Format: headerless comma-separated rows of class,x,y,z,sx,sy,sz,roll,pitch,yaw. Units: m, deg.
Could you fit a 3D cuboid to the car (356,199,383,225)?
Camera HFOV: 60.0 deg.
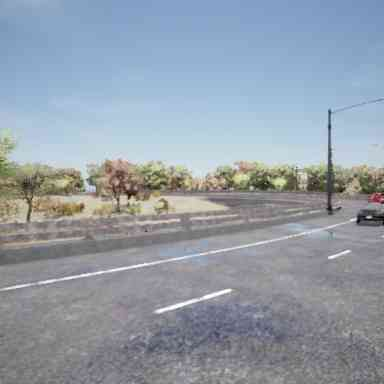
car,13.217,1.510,24.083,1.812,1.442,4.674,0,0,37

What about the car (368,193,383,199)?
car,25.410,1.192,45.332,2.150,2.045,5.566,0,0,23
